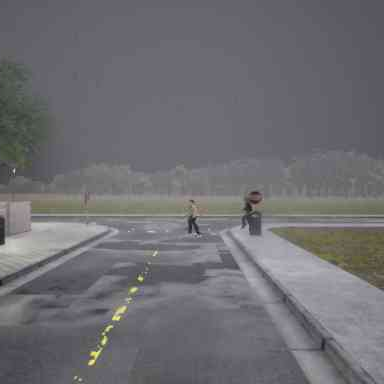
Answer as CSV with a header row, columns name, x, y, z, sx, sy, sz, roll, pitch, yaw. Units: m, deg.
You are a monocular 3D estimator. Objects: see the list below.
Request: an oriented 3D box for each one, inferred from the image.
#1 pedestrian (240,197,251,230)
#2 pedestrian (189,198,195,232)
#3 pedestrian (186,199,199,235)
name,x,y,z,sx,sy,sz,roll,pitch,yaw
pedestrian,2.953,1.139,17.917,0.375,1.860,0.375,0,0,0
pedestrian,-0.001,1.294,18.531,0.375,1.860,0.375,0,0,0
pedestrian,0.029,1.294,17.331,0.375,1.860,0.375,0,0,0
